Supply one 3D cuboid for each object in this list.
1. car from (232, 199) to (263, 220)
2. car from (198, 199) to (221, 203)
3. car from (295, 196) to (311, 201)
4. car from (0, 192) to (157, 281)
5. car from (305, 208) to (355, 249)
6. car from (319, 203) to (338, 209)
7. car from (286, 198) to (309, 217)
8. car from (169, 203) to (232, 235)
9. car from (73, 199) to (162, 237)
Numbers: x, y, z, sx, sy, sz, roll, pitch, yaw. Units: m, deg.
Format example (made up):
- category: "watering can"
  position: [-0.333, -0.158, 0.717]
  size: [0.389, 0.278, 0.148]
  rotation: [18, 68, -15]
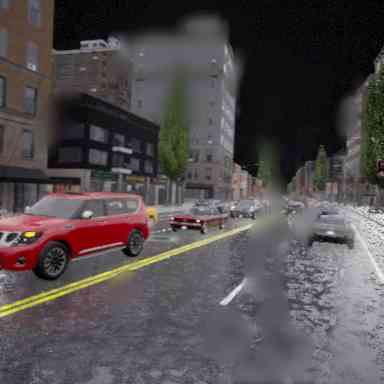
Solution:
- category: "car"
  position: [4.802, 1.379, 28.883]
  size: [2.097, 1.767, 4.553]
  rotation: [2, 0, 22]
- category: "car"
  position: [1.465, 1.380, 29.327]
  size: [2.128, 1.511, 4.902]
  rotation: [2, 0, 23]
- category: "car"
  position: [15.352, 1.602, 46.759]
  size: [2.150, 2.045, 5.566]
  rotation: [2, 1, 20]
- category: "car"
  position: [-3.371, 1.024, 9.797]
  size: [2.150, 2.045, 5.566]
  rotation: [2, 0, 25]
- category: "car"
  position: [6.697, 1.740, 16.049]
  size: [1.994, 1.385, 4.181]
  rotation: [2, 0, 23]
- category: "car"
  position: [15.300, 1.966, 37.286]
  size: [2.033, 1.411, 5.357]
  rotation: [2, 0, 22]
- category: "car"
  position: [11.185, 1.762, 35.686]
  size: [1.837, 1.490, 4.892]
  rotation: [2, 1, 22]
- category: "car"
  position: [0.493, 1.508, 18.752]
  size: [1.895, 1.301, 4.718]
  rotation: [2, 0, 23]
- category: "car"
  position: [-3.642, 1.225, 17.367]
  size: [1.882, 1.535, 5.008]
  rotation: [2, 0, 24]
